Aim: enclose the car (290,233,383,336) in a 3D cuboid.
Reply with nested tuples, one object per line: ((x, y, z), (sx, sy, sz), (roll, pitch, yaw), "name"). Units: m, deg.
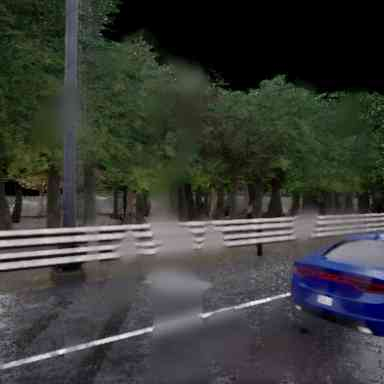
((4.099, 1.572, 6.619), (5.008, 1.535, 1.882), (1, -1, -35), "car")
